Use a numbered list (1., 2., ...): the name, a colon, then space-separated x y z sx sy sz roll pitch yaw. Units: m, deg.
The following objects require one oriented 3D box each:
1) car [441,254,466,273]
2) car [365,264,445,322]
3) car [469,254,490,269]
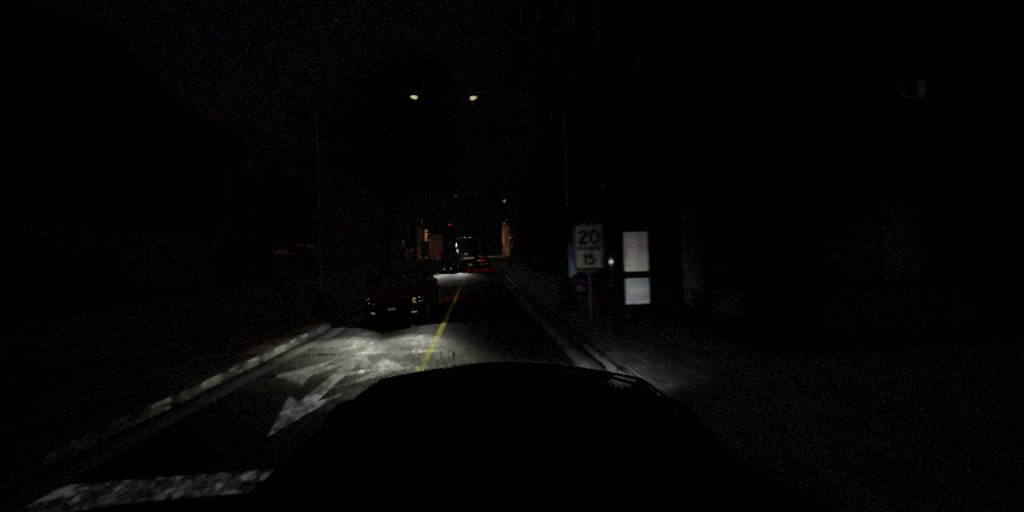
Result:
1. car: -5.816 0.842 35.232 1.837 1.490 4.892 -2 1 -5
2. car: -3.738 1.256 12.917 1.882 1.535 5.008 -2 1 -5
3. car: -3.473 0.573 40.829 2.128 1.511 4.902 -2 2 -5
